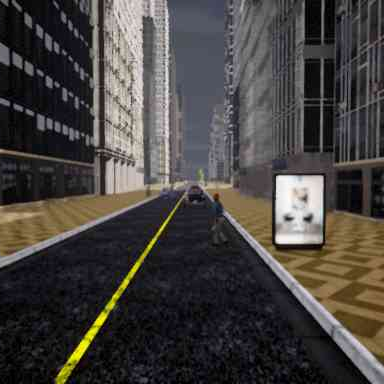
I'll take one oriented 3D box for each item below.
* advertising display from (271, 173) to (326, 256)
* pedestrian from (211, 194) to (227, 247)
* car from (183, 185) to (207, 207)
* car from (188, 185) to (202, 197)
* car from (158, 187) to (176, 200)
[{"bbox_3d":[3.198,0.667,10.003,1.540,2.440,0.280,0,2,0],"label":"advertising display"},{"bbox_3d":[0.849,0.897,11.090,0.375,1.860,0.375,0,2,-5],"label":"pedestrian"},{"bbox_3d":[0.278,0.464,29.034,2.128,1.511,4.902,0,2,1],"label":"car"},{"bbox_3d":[0.407,-0.136,46.295,1.837,1.490,4.892,0,2,1],"label":"car"},{"bbox_3d":[-2.825,0.179,38.652,2.033,1.411,5.357,0,2,1],"label":"car"}]
